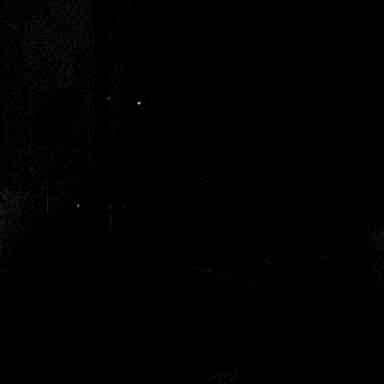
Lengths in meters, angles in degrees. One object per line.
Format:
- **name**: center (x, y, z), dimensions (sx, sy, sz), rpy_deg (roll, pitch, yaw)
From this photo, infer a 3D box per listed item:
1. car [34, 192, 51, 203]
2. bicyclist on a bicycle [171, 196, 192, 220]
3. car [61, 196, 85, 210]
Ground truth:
- **car**: center (-24.611, 0.789, 54.723), dimensions (2.097, 1.767, 4.553), rpy_deg (0, 1, -33)
- **bicyclist on a bicycle**: center (-0.724, 1.121, 23.110), dimensions (1.656, 1.620, 0.582), rpy_deg (-1, 1, -33)
- **car**: center (-13.446, 1.167, 37.437), dimensions (1.837, 1.490, 4.892), rpy_deg (0, 1, -33)
